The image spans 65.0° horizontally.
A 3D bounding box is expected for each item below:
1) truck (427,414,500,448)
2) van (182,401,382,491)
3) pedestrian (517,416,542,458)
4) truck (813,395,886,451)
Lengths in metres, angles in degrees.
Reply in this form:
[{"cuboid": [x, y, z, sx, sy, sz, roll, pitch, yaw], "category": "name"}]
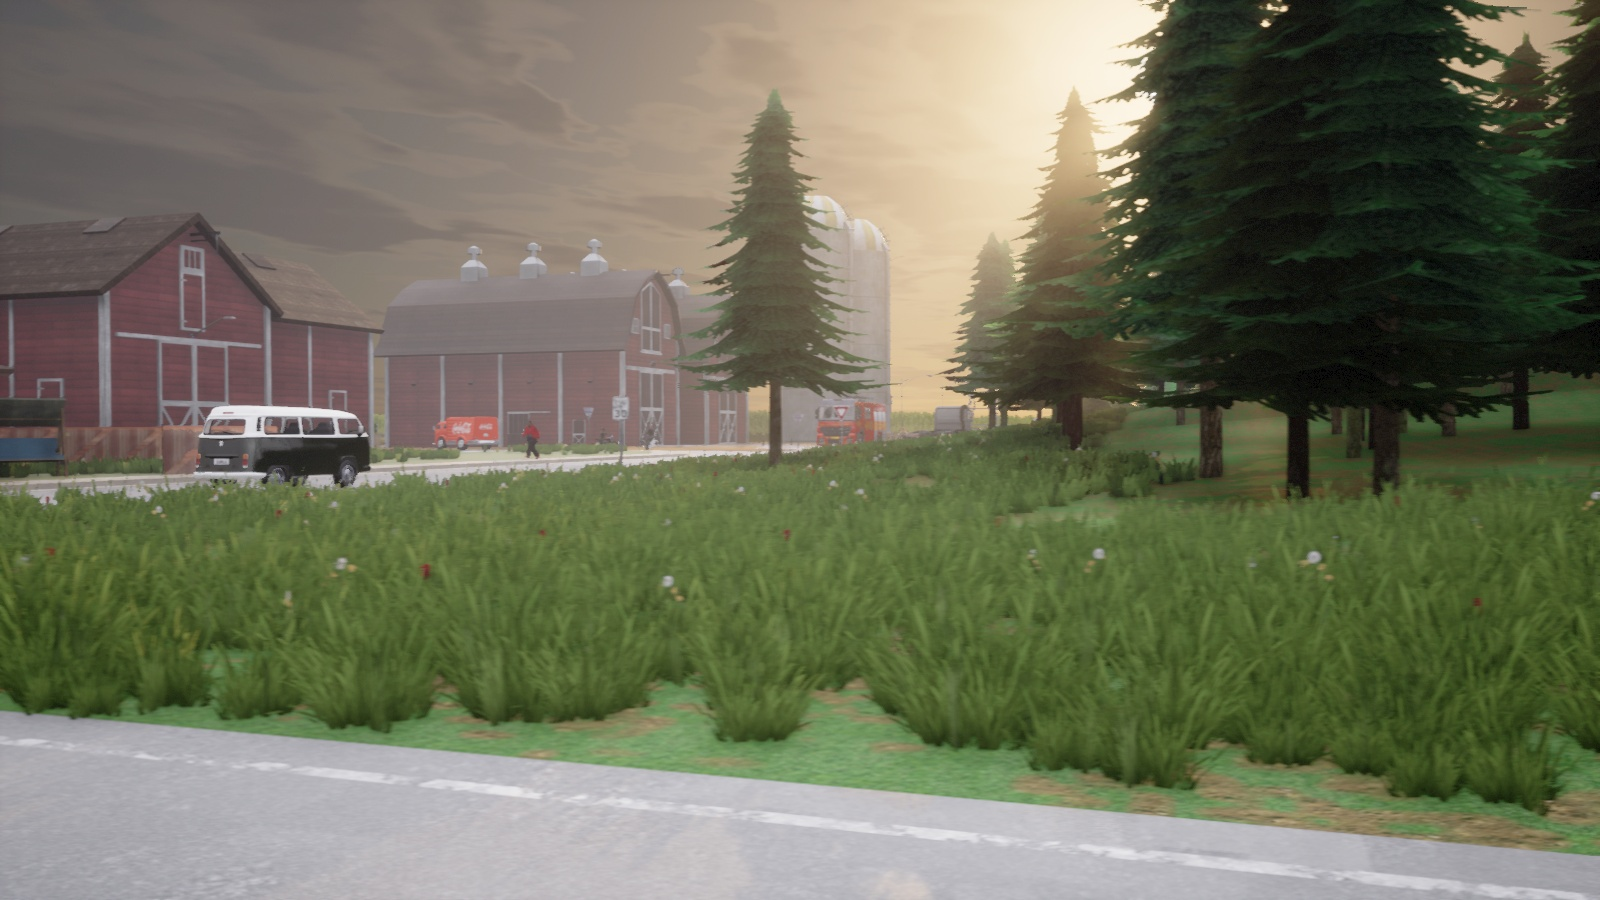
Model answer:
[{"cuboid": [-25.091, -1.410, 93.681, 5.204, 2.467, 2.627, 1, 1, 38], "category": "truck"}, {"cuboid": [-12.540, -0.130, 30.743, 2.069, 2.038, 4.480, 1, 1, 19], "category": "van"}, {"cuboid": [-12.048, -0.599, 55.885, 0.634, 1.844, 0.899, 1, 1, 34], "category": "pedestrian"}, {"cuboid": [3.633, -1.897, 89.477, 2.891, 3.827, 8.468, 1, 1, 19], "category": "truck"}]
